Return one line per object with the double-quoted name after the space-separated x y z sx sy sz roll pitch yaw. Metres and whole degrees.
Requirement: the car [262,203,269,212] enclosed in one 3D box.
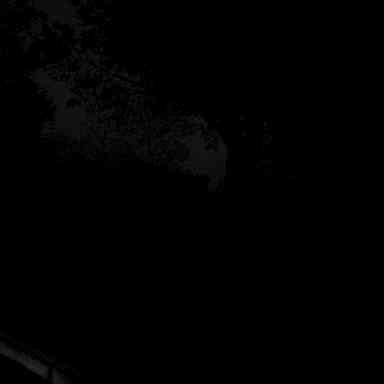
8.994 2.008 44.458 2.435 2.045 5.566 0 0 35 "car"
